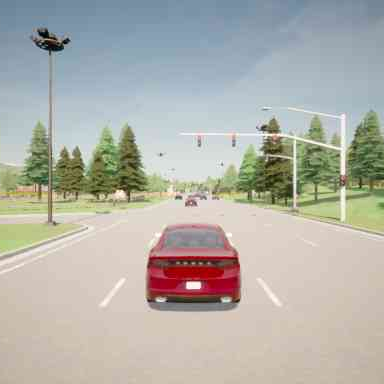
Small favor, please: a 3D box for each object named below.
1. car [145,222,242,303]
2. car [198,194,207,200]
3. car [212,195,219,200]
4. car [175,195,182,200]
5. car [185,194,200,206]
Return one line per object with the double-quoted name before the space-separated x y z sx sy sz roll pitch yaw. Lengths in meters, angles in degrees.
"car" 0.039 1.478 8.275 1.882 1.535 5.008 0 0 0
"car" 3.228 1.524 94.334 1.812 1.442 4.674 0 0 0
"car" 6.728 1.525 94.344 2.128 1.511 4.902 0 0 0
"car" -3.772 1.478 94.313 1.882 1.535 5.008 0 0 0
"car" -0.151 1.525 52.877 1.812 1.442 4.674 0 0 0
